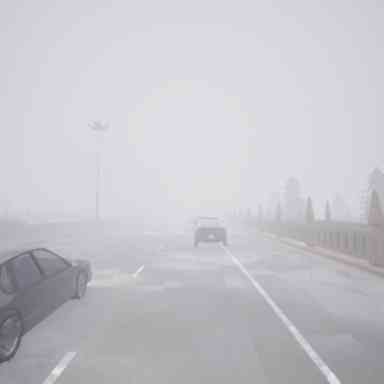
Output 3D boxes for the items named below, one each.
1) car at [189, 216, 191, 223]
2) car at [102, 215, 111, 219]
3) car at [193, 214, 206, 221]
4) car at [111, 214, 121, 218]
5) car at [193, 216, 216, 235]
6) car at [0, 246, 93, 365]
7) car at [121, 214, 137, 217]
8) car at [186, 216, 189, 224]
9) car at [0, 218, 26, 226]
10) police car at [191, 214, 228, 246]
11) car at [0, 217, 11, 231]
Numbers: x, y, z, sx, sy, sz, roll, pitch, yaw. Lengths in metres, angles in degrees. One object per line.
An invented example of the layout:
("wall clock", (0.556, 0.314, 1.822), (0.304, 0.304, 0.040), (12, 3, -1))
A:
("car", (1.039, 3.256, 36.313), (2.097, 1.767, 4.553), (0, -4, 0))
("car", (-18.460, 5.812, 75.171), (2.033, 1.411, 5.357), (-1, -4, 11))
("car", (1.669, 5.272, 69.222), (1.812, 1.442, 4.674), (-1, -4, 13))
("car", (-15.345, 5.642, 73.020), (1.837, 1.490, 4.892), (-1, -4, 11))
("car", (1.041, 3.016, 30.346), (1.882, 1.535, 5.008), (0, -4, 0))
("car", (-3.402, 1.686, 5.945), (2.033, 1.411, 5.357), (0, -2, 0))
("car", (-12.587, 5.421, 68.800), (1.812, 1.442, 4.674), (-1, -4, 8))
("car", (0.042, 4.624, 55.449), (2.033, 1.411, 5.357), (0, -3, 5))
("car", (-14.107, 2.738, 23.829), (1.895, 1.301, 4.718), (0, -4, 0))
("police car", (1.044, 2.357, 20.477), (1.930, 1.638, 5.238), (0, -4, 0))
("car", (-21.102, 3.336, 34.795), (1.812, 1.442, 4.674), (0, -3, 0))
